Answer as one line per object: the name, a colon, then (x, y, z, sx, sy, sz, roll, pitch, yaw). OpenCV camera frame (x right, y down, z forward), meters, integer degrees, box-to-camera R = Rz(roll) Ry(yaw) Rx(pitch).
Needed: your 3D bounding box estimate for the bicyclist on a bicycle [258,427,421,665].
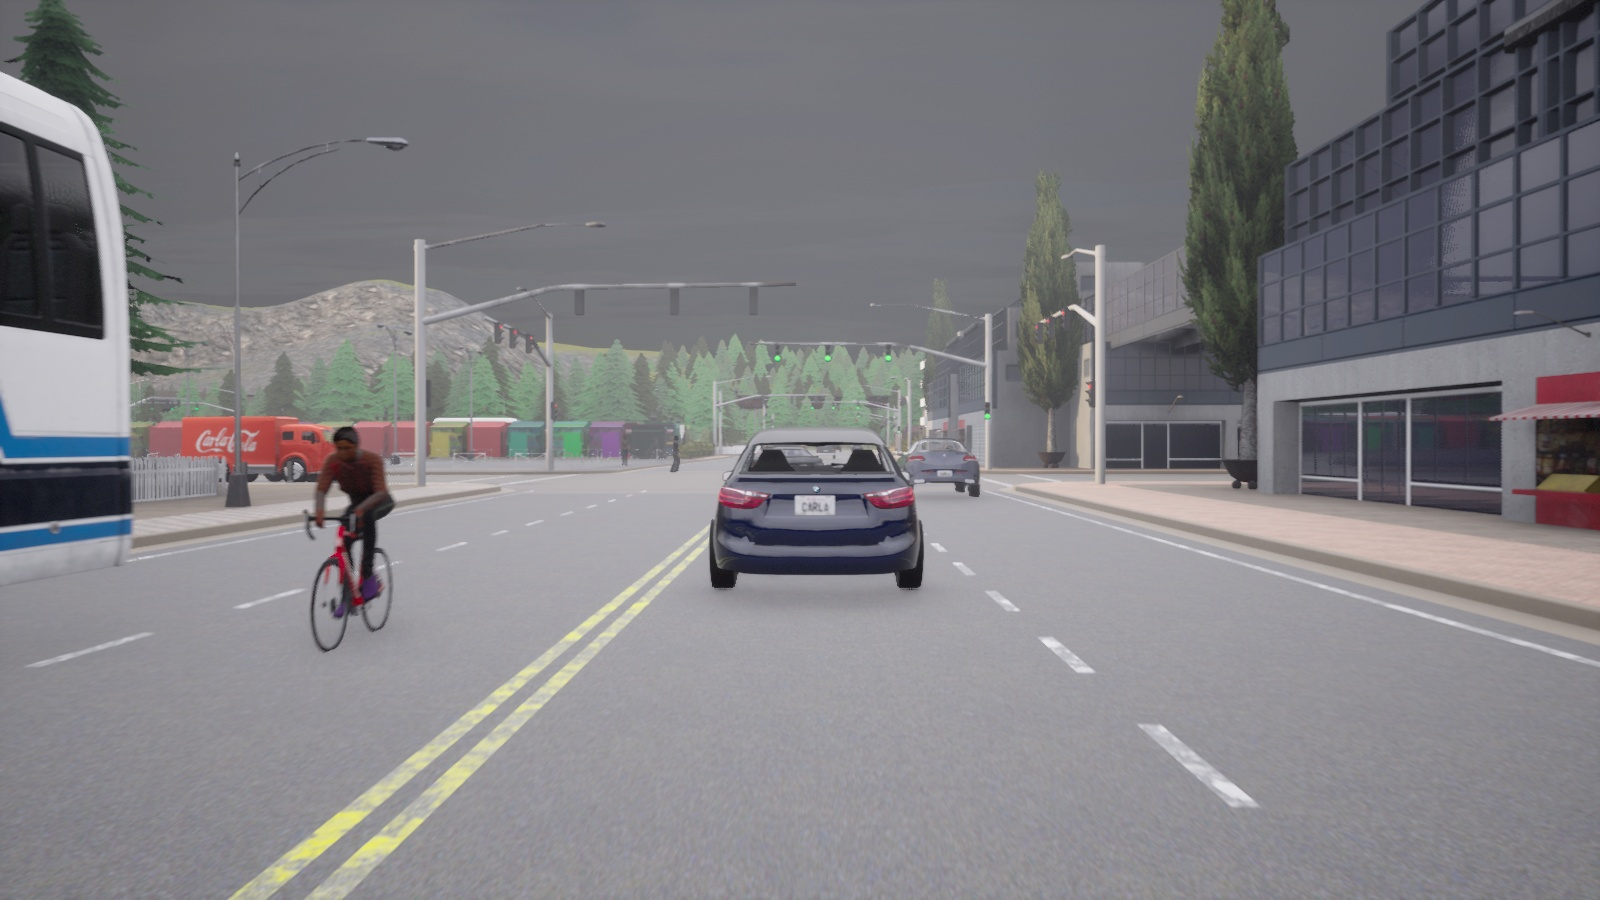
bicyclist on a bicycle: (-3.377, 0.644, 9.350, 0.582, 1.620, 1.656, 0, 1, 1)

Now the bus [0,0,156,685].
bus: (-6.933, -0.661, 4.442, 3.944, 4.253, 10.273, 0, 0, 1)

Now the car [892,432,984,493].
car: (3.922, 0.323, 36.458, 2.152, 1.651, 5.027, 0, 0, 0)

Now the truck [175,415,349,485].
truck: (-19.460, -0.014, 45.631, 5.204, 2.467, 2.627, 0, 0, 0)

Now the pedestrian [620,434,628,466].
pedestrian: (-10.165, -0.012, 72.487, 0.328, 1.805, 0.869, 0, 0, 3)

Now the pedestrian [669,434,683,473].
pedestrian: (-6.096, 0.181, 61.744, 0.666, 1.930, 0.402, 0, 0, -6)

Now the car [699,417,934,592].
car: (0.180, 0.510, 14.308, 2.242, 1.667, 4.611, 0, 0, 1)
